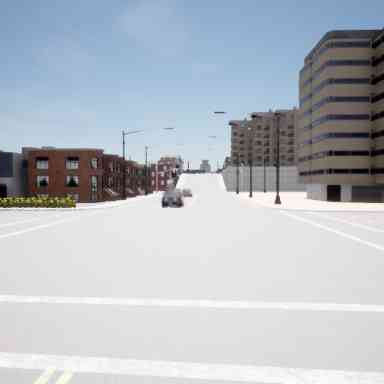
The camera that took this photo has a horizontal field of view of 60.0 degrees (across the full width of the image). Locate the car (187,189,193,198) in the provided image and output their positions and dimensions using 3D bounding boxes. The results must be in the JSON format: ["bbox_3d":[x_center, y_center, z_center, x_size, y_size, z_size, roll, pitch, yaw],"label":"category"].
[{"bbox_3d":[-0.978,0.142,63.949,2.097,1.767,4.553,0,1,2],"label":"car"}]

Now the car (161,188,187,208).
[{"bbox_3d":[-2.074,0.644,36.774,2.150,2.045,5.566,0,1,2],"label":"car"}]
